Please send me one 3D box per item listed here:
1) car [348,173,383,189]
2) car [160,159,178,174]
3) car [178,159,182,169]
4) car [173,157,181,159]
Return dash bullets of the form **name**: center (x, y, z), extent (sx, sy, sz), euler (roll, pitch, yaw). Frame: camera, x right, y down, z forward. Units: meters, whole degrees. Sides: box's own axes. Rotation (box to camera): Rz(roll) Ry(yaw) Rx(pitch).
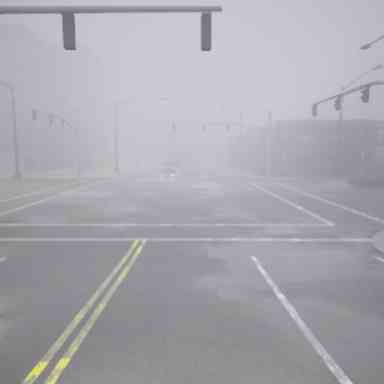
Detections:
- **car**: center (16.270, -0.993, 29.075), extent (4.718, 1.301, 1.895), euler (0, 7, -1)
- **car**: center (-3.595, -3.691, 49.803), extent (2.097, 1.767, 4.553), euler (0, 7, 0)
- **car**: center (-3.549, -5.256, 64.852), extent (1.994, 1.385, 4.181), euler (0, 7, 0)
- **car**: center (-3.539, -7.374, 79.821), extent (2.150, 2.045, 5.566), euler (0, 7, 0)
